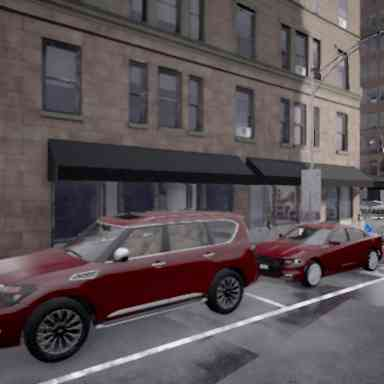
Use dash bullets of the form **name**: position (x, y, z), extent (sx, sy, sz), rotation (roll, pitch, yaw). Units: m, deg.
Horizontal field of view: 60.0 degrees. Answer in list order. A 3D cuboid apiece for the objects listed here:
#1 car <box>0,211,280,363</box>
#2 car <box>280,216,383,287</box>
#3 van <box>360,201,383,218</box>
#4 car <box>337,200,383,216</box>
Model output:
- **car**: position (-0.970, 1.318, 6.069), extent (5.009, 1.841, 2.192), rotation (0, 0, -35)
- **car**: position (3.578, 1.553, 9.314), extent (4.507, 1.381, 1.887), rotation (0, 0, -36)
- **van**: position (8.126, 1.355, 12.558), extent (3.998, 1.788, 1.690), rotation (0, 0, -35)
- **car**: position (17.662, 1.585, 33.324), extent (2.033, 1.411, 5.357), rotation (0, 0, -42)
